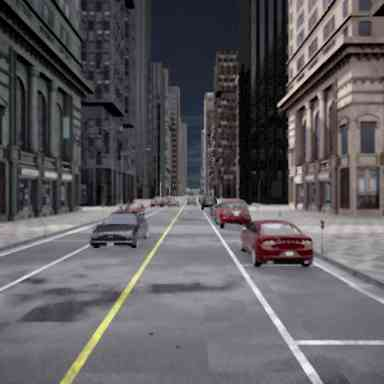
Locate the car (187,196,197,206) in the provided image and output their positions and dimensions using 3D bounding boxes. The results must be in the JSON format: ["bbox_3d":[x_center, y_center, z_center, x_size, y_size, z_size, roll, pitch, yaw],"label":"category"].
[{"bbox_3d":[-0.066,2.040,65.867,1.895,1.301,4.718,0,0,0],"label":"car"}]

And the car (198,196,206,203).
[{"bbox_3d":[2.667,1.915,90.042,2.192,1.841,5.009,0,0,0],"label":"car"}]

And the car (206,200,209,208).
[{"bbox_3d":[2.726,1.790,34.023,1.947,1.339,4.313,0,0,0],"label":"car"}]

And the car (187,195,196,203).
[{"bbox_3d":[-0.083,1.719,82.526,2.097,1.767,4.553,0,0,0],"label":"car"}]

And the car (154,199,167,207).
[{"bbox_3d":[-5.828,1.978,62.019,1.947,1.339,4.313,0,0,0],"label":"car"}]

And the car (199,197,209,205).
[{"bbox_3d":[2.685,1.926,73.235,1.967,1.590,4.097,0,0,0],"label":"car"}]

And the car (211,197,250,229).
[{"bbox_3d":[2.736,1.465,22.822,2.192,1.841,5.009,0,0,0],"label":"car"}]

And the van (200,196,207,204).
[{"bbox_3d":[2.679,1.865,78.838,1.690,1.788,3.998,0,0,0],"label":"van"}]

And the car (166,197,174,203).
[{"bbox_3d":[-5.857,2.125,89.860,1.752,1.417,4.829,0,0,0],"label":"car"}]

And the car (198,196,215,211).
[{"bbox_3d":[2.347,1.535,46.456,2.150,2.045,5.566,0,0,0],"label":"car"}]

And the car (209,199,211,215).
[{"bbox_3d":[2.731,1.627,28.422,1.967,1.590,4.097,0,0,0],"label":"car"}]

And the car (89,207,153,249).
[{"bbox_3d":[-3.115,1.649,15.388,2.033,1.411,5.357,0,0,0],"label":"car"}]

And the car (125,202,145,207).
[{"bbox_3d":[-5.799,1.770,34.009,1.887,1.381,4.507,0,0,0],"label":"car"}]

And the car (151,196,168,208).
[{"bbox_3d":[-5.823,1.689,56.419,2.192,1.841,5.009,0,0,0],"label":"car"}]

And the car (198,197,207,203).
[{"bbox_3d":[2.674,2.002,84.438,1.967,1.590,4.097,0,0,0],"label":"car"}]

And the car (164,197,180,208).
[{"bbox_3d":[-3.119,1.937,56.379,1.994,1.385,4.181,0,0,0],"label":"car"}]

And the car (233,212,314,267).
[{"bbox_3d":[2.749,1.621,11.617,1.887,1.381,4.507,0,0,0],"label":"car"}]
